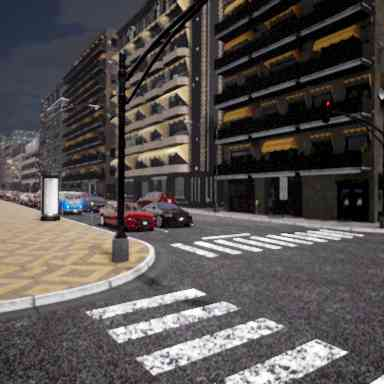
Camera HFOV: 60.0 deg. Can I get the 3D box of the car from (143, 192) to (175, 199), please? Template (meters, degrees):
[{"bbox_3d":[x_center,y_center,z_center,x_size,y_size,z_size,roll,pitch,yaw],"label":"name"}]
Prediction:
[{"bbox_3d":[-3.423,0.926,32.246,2.192,1.841,5.009,2,0,-36],"label":"car"}]

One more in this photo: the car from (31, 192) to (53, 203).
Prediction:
[{"bbox_3d":[-21.508,0.767,47.566,1.994,1.385,4.181,1,0,-36],"label":"car"}]

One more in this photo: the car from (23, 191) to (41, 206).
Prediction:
[{"bbox_3d":[-16.838,0.904,36.518,1.887,1.381,4.507,2,0,-36],"label":"car"}]

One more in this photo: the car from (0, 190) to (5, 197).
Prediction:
[{"bbox_3d":[-39.990,0.296,68.640,2.008,1.369,4.403,2,0,-36],"label":"car"}]

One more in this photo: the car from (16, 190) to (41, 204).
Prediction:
[{"bbox_3d":[-20.046,0.799,40.969,1.752,1.417,4.829,2,0,-36],"label":"car"}]

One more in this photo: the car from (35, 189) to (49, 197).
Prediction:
[{"bbox_3d":[-33.194,0.261,73.547,1.967,1.590,4.097,2,0,-36],"label":"car"}]

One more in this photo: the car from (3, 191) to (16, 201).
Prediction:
[{"bbox_3d":[-26.757,0.536,50.285,1.967,1.590,4.097,2,0,-36],"label":"car"}]

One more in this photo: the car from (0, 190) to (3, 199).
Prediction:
[{"bbox_3d":[-33.375,0.465,59.463,1.887,1.381,4.507,2,0,-36],"label":"car"}]

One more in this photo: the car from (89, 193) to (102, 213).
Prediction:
[{"bbox_3d":[-8.848,1.086,29.842,2.033,1.411,5.357,1,1,-36],"label":"car"}]

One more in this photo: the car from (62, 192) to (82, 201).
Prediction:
[{"bbox_3d":[-19.967,0.738,55.191,1.947,1.339,4.313,2,0,-36],"label":"car"}]

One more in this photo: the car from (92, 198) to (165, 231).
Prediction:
[{"bbox_3d":[-3.608,1.256,18.163,1.887,1.381,4.507,2,0,-36],"label":"car"}]

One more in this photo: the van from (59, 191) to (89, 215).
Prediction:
[{"bbox_3d":[-10.217,0.876,27.340,1.690,1.788,3.998,2,0,-36],"label":"van"}]

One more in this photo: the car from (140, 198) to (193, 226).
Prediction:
[{"bbox_3d":[-1.747,1.292,19.988,1.994,1.385,4.181,1,1,-36],"label":"car"}]

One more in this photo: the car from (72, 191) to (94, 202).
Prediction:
[{"bbox_3d":[-16.656,0.700,50.602,1.967,1.590,4.097,2,0,-36],"label":"car"}]

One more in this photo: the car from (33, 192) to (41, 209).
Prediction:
[{"bbox_3d":[-13.530,0.992,31.929,1.887,1.381,4.507,2,0,-36],"label":"car"}]

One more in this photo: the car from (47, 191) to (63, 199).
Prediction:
[{"bbox_3d":[-26.681,0.519,64.507,1.752,1.417,4.829,2,0,-36],"label":"car"}]
